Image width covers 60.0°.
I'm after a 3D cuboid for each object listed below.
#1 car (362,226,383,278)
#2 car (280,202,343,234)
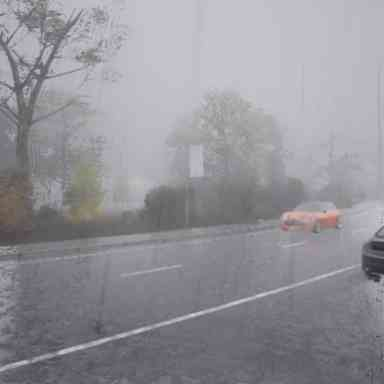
[{"bbox_3d":[6.381,1.517,9.101,4.892,1.490,1.837,0,0,-41],"label":"car"},{"bbox_3d":[7.041,1.381,19.517,2.097,1.767,4.553,0,0,45],"label":"car"}]
